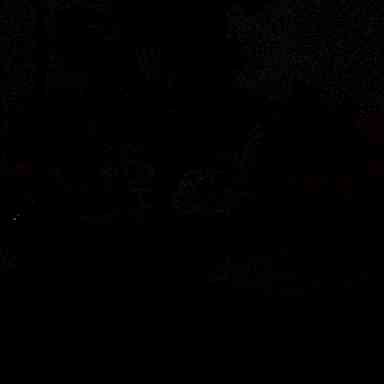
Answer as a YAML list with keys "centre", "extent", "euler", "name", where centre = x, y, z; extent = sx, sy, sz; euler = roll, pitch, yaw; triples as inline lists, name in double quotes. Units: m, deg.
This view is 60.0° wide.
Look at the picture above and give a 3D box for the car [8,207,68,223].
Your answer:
- centre: [-13.425, 1.940, 29.404]
  extent: [1.895, 1.301, 4.718]
  euler: [-1, 0, 34]
  name: "car"
